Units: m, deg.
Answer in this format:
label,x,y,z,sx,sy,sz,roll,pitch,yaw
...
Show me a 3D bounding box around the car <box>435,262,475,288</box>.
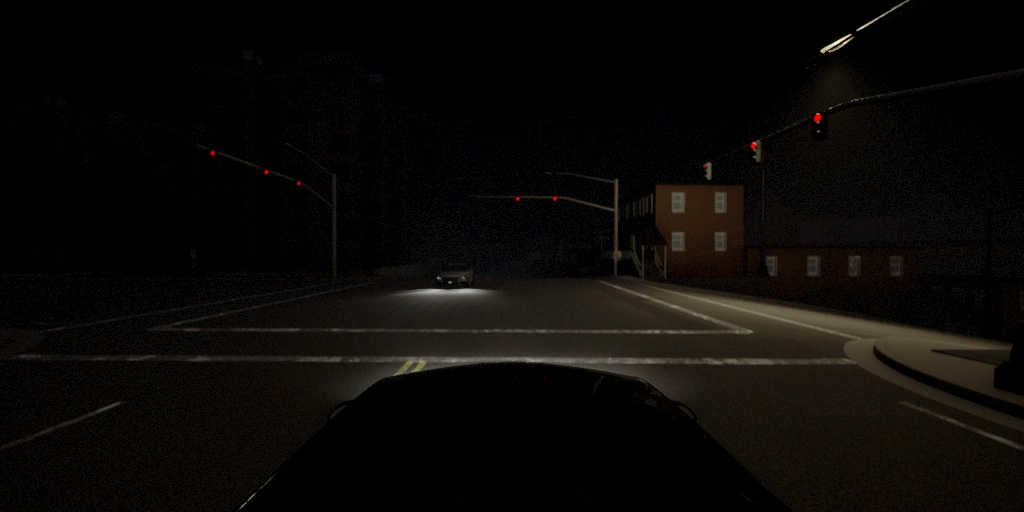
label,x,y,z,sx,sy,sz,roll,pitch,yaw
car,-3.369,1.136,21.902,1.812,1.442,4.674,0,1,0
